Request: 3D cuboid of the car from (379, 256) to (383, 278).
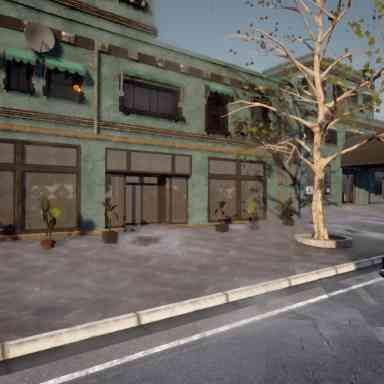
[{"bbox_3d":[6.392,1.602,7.842,4.718,1.301,1.895,0,0,-36],"label":"car"}]
